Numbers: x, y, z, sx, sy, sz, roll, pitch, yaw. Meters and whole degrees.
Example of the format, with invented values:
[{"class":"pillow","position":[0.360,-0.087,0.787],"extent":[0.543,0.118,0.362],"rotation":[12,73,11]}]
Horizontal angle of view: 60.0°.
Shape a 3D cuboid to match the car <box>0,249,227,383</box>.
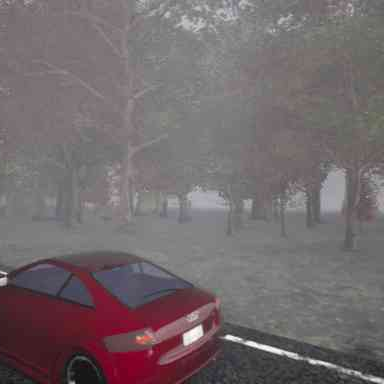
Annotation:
[{"class":"car","position":[-1.621,1.540,4.717],"extent":[4.181,1.385,1.994],"rotation":[-2,-1,35]}]
